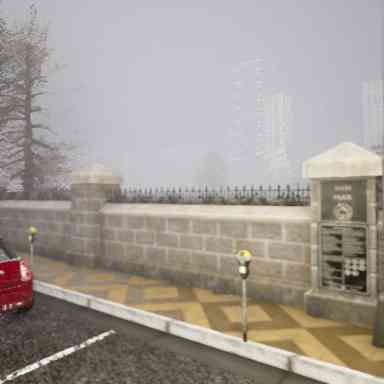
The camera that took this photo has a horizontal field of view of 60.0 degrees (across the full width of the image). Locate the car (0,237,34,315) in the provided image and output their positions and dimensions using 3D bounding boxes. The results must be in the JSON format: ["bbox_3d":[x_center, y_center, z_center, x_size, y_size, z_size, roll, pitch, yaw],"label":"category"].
[{"bbox_3d":[-4.882,1.454,6.382,4.097,1.590,1.967,0,0,36],"label":"car"}]
